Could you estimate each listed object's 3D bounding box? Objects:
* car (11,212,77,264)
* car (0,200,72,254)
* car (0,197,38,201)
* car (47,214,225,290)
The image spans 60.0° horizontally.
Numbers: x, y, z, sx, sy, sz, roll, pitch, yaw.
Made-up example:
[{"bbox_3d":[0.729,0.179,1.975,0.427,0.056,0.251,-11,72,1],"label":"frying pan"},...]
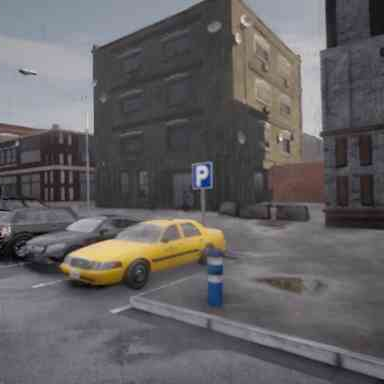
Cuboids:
[{"bbox_3d":[-3.130,1.506,11.217,2.002,1.452,4.674,0,0,36],"label":"car"},{"bbox_3d":[-5.389,1.341,12.795,2.185,1.767,4.553,0,0,36],"label":"car"},{"bbox_3d":[-7.593,1.221,14.451,2.435,2.045,5.566,0,0,36],"label":"car"},{"bbox_3d":[-1.000,1.464,9.455,1.946,1.575,5.366,0,0,36],"label":"car"}]
